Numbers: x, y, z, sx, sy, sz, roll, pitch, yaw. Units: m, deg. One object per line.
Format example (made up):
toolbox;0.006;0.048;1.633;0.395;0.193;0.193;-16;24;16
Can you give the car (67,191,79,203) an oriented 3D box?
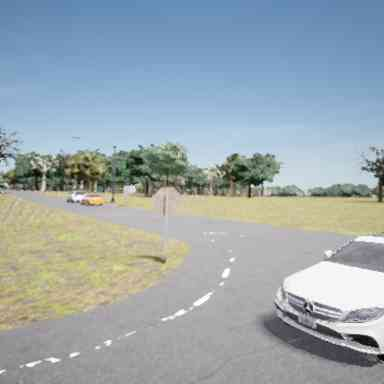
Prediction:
car;-19.807;0.834;56.978;2.150;2.045;5.566;2;0;-33

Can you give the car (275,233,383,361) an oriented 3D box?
car;3.574;1.530;5.964;4.674;1.442;1.812;-1;1;-33

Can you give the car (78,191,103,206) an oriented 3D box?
car;-14.804;1.093;49.228;2.097;1.767;4.553;2;0;-33
